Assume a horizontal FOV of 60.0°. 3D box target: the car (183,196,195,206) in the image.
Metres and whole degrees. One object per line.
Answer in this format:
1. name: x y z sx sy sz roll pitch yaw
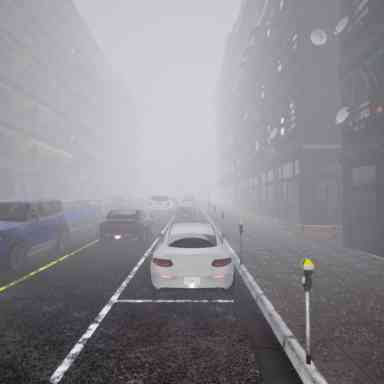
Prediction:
1. car: -0.473 1.553 59.411 1.967 1.590 4.097 1 0 0

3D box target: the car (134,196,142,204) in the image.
1. car: -8.314 1.379 42.876 2.192 1.841 5.009 1 0 0

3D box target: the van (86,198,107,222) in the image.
1. van: -8.313 1.368 26.285 1.690 1.788 3.998 1 0 0

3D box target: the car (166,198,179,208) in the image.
1. car: -2.923 1.612 51.312 1.812 1.442 4.674 0 0 0

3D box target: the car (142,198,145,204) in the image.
1. car: -8.321 1.660 53.938 1.947 1.339 4.313 1 0 0

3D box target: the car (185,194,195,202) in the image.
1. car: -0.472 1.521 81.536 2.192 1.841 5.009 1 0 0

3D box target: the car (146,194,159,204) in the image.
1. car: -8.317 1.471 70.528 2.192 1.841 5.009 1 0 0

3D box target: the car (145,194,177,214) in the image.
1. car: -3.023 1.263 33.642 2.150 2.045 5.566 0 0 0

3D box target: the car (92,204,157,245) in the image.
1. car: -2.922 1.516 15.520 1.837 1.490 4.892 0 0 0

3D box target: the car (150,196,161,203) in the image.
1. car: -8.323 1.725 76.059 1.887 1.381 4.507 1 0 0

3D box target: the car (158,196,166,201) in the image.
1. car: -8.326 1.847 92.652 1.802 1.307 4.206 1 0 0

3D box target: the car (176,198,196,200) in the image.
1. car: -0.438 1.583 31.754 1.887 1.381 4.507 1 0 0

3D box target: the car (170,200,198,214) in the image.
1. car: -0.438 1.572 26.224 1.887 1.381 4.507 1 0 0

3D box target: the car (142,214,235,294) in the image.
1. car: 0.003 1.531 8.653 1.812 1.442 4.674 0 0 0

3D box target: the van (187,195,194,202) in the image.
1. van: -0.473 1.576 87.068 1.690 1.788 3.998 1 0 0

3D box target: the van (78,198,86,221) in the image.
1. van: -8.312 1.359 20.753 1.690 1.788 3.998 2 0 0

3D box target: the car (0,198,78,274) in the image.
1. car: -5.872 1.228 10.932 2.150 2.045 5.566 0 0 0

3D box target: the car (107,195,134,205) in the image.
1. car: -8.313 1.366 37.346 2.192 1.841 5.009 1 0 0

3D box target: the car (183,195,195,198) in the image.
1. car: -0.429 1.490 37.286 1.967 1.590 4.097 1 0 0
